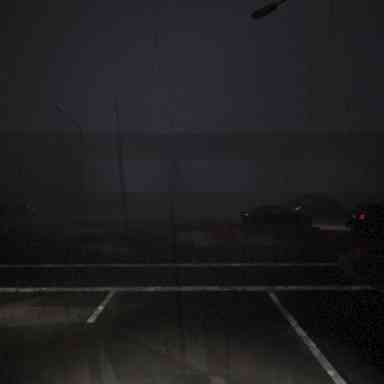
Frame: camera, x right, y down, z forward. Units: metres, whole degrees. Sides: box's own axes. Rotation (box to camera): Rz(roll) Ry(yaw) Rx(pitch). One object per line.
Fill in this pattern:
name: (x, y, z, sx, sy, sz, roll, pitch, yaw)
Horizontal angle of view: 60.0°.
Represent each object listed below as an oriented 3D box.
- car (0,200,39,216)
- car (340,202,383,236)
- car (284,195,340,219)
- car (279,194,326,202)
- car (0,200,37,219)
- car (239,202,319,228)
car: (-17.529, 1.542, 32.195, 4.674, 1.442, 1.812, 0, 0, 0)
car: (10.908, 1.360, 17.974, 4.553, 1.767, 2.097, 0, 0, 2)
car: (10.677, 1.366, 28.504, 4.553, 1.767, 2.097, 0, 0, 0)
car: (10.677, 1.237, 32.006, 5.566, 2.045, 2.150, 0, 0, 0)
car: (-16.467, 1.506, 28.700, 4.902, 1.511, 2.128, 0, 0, 0)
car: (5.412, 1.536, 21.537, 4.674, 1.442, 1.812, 0, -1, -1)
